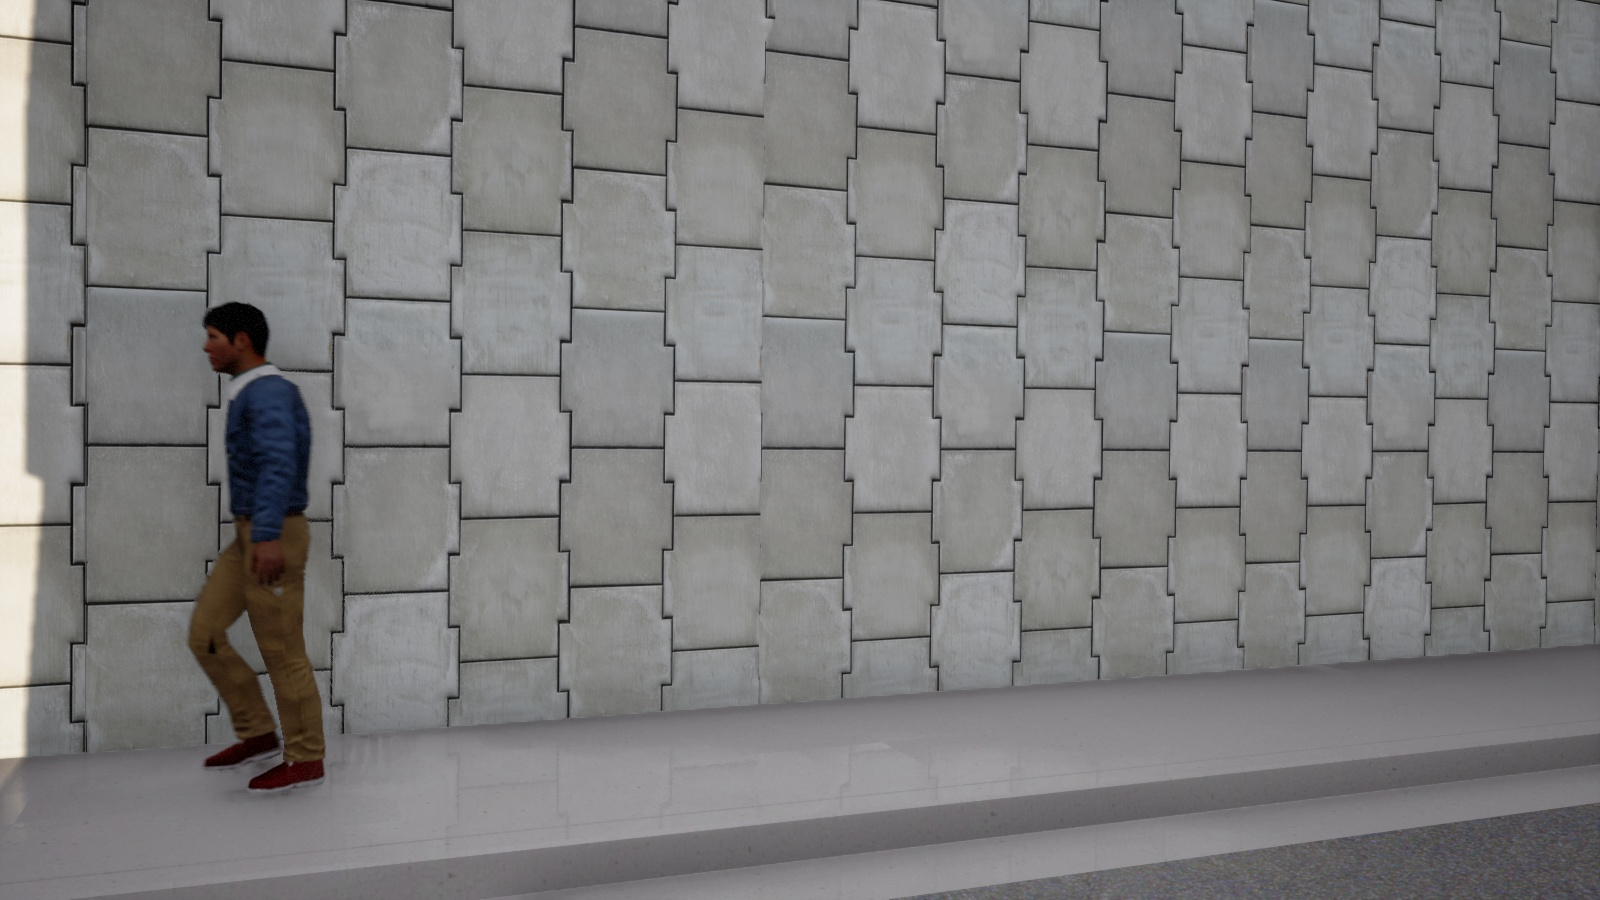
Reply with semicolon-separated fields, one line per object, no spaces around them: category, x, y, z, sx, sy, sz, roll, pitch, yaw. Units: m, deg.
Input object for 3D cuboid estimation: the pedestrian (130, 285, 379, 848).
pedestrian;-2.015;0.399;4.689;0.788;1.949;0.423;-1;1;-22
